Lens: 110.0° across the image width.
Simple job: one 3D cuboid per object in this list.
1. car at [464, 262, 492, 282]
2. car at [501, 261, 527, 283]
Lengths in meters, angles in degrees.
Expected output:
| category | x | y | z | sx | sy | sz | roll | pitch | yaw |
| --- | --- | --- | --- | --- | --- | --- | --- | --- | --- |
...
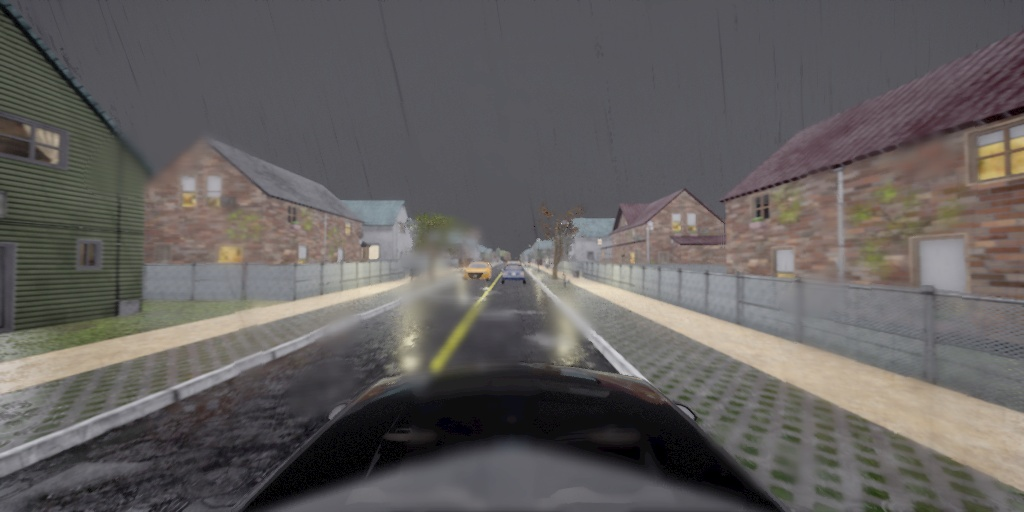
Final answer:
| category | x | y | z | sx | sy | sz | roll | pitch | yaw |
| --- | --- | --- | --- | --- | --- | --- | --- | --- | --- |
| car | -2.698 | 1.229 | 29.309 | 1.882 | 1.535 | 5.008 | 0 | 0 | 1 |
| car | 0.135 | 1.300 | 27.493 | 2.033 | 1.411 | 5.357 | 0 | 0 | 1 |
